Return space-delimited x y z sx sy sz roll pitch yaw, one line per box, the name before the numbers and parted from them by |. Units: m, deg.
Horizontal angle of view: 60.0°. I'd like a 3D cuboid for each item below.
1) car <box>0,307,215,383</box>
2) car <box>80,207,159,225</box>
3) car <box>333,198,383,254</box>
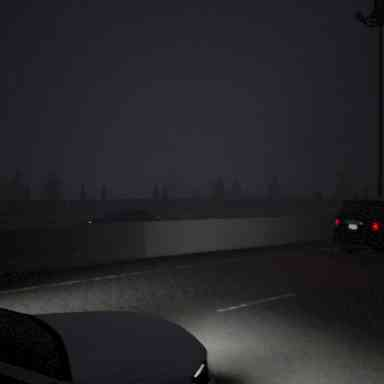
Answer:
car | -1.946 1.513 2.230 4.674 1.442 1.812 0 0 -35
car | -3.815 1.521 17.888 4.181 1.385 1.994 0 0 -31
car | 7.626 1.235 12.068 5.566 2.045 2.150 0 0 -27
